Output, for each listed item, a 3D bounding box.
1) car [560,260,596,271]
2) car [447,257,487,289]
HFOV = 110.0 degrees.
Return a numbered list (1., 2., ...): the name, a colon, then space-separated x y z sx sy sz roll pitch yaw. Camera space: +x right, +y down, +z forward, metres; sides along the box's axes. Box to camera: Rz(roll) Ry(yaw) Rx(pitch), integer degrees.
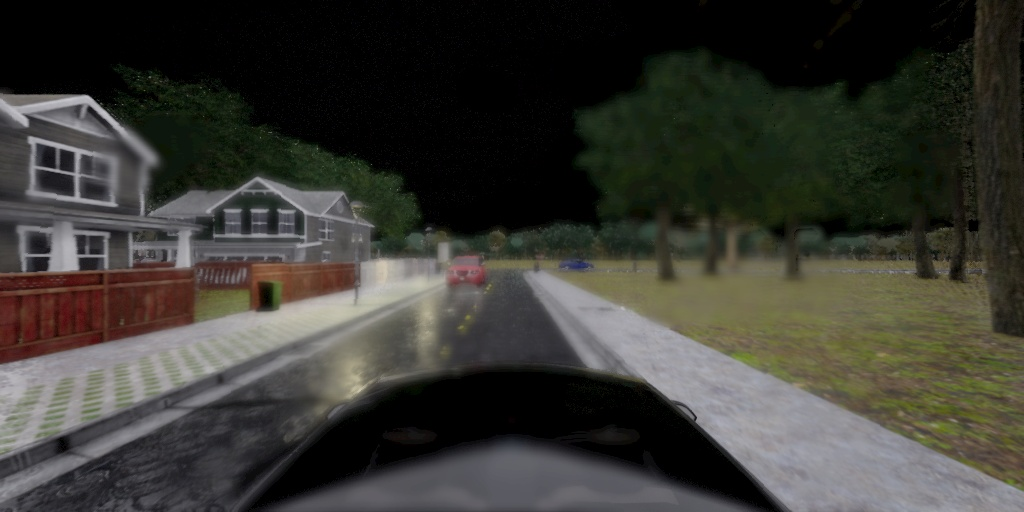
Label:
1. car: 9.179 1.342 49.797 5.008 1.535 1.882 0 0 0
2. car: -2.856 1.063 24.103 2.150 2.045 5.566 0 0 0
